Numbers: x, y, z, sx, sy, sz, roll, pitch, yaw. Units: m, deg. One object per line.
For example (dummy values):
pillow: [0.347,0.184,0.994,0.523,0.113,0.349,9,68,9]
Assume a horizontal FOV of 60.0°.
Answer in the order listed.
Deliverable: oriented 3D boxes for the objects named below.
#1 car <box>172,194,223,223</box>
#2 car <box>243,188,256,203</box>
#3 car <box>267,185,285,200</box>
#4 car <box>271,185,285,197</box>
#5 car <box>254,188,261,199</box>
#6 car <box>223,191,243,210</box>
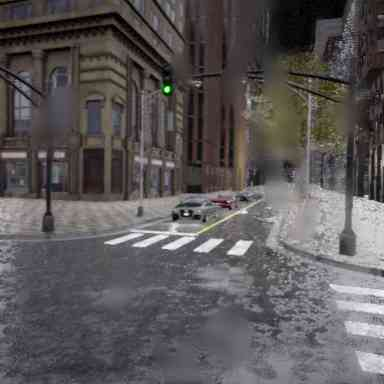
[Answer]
car: [0.282,0.978,20.083,1.994,1.385,4.181,2,2,17]
car: [5.847,0.539,38.380,1.895,1.301,4.718,2,2,17]
car: [12.045,-0.045,47.752,2.150,2.045,5.566,2,2,17]
car: [15.072,-0.222,57.967,2.097,1.767,4.553,2,2,17]
car: [8.916,0.153,48.307,2.128,1.511,4.902,2,2,17]
car: [2.838,0.800,28.494,1.895,1.301,4.718,2,2,17]
